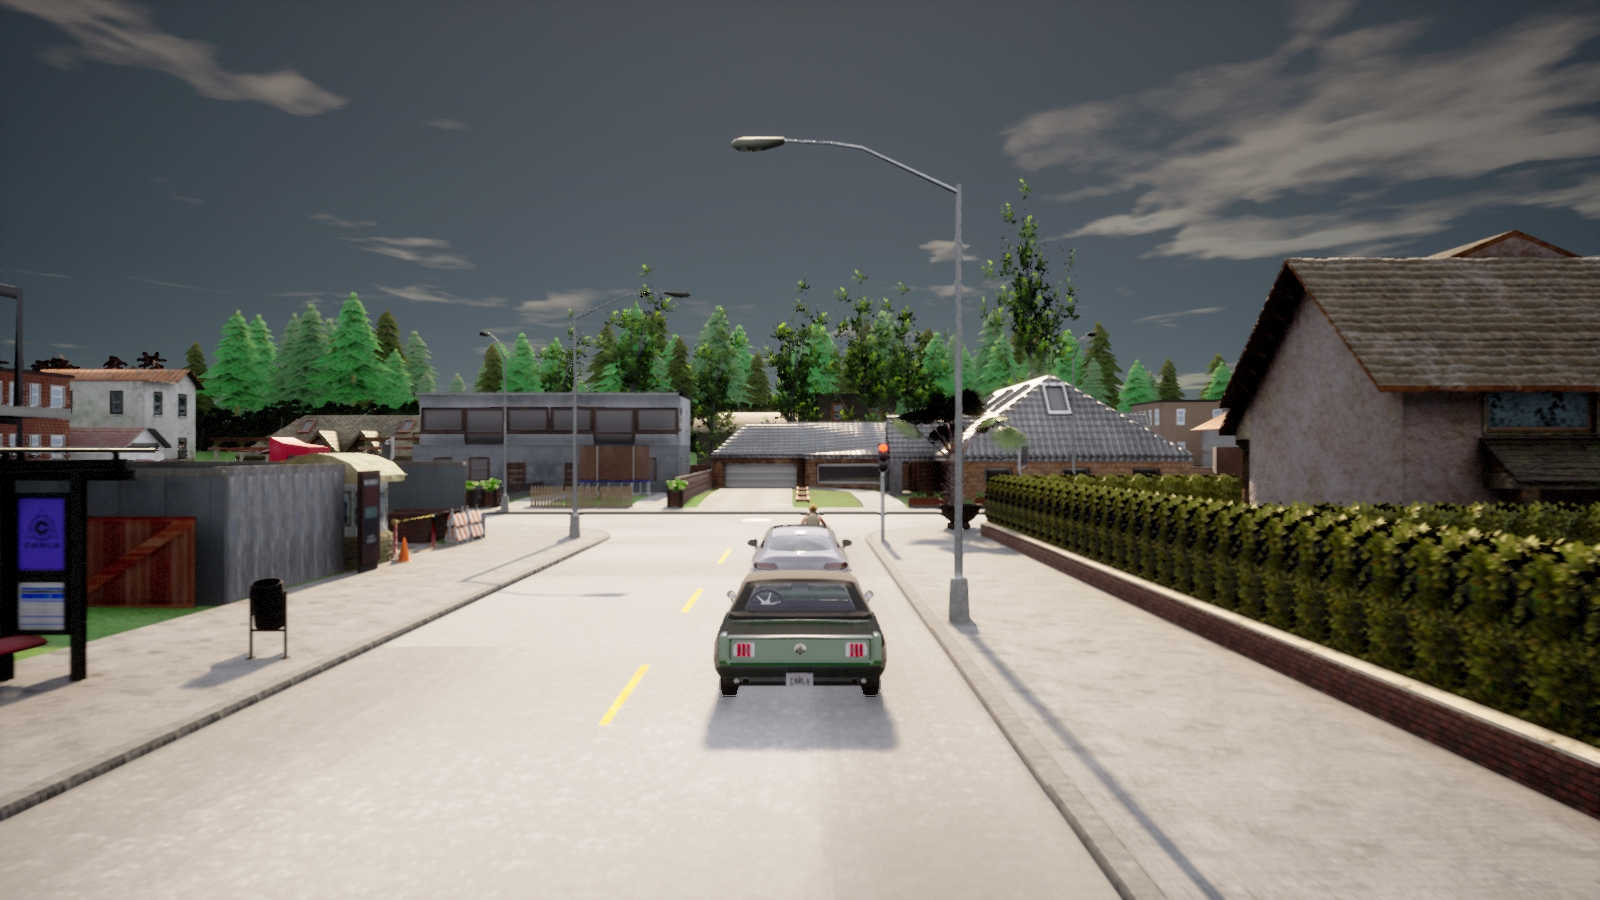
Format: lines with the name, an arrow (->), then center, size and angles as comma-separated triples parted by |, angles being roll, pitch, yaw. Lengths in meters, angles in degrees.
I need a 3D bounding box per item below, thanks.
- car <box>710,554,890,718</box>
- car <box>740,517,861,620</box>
car -> 0.002, 2.166, 14.375 | 1.895, 1.301, 4.718 | 0, 0, 0
car -> 0.001, 2.096, 21.279 | 2.002, 1.442, 4.674 | 0, 0, 0
